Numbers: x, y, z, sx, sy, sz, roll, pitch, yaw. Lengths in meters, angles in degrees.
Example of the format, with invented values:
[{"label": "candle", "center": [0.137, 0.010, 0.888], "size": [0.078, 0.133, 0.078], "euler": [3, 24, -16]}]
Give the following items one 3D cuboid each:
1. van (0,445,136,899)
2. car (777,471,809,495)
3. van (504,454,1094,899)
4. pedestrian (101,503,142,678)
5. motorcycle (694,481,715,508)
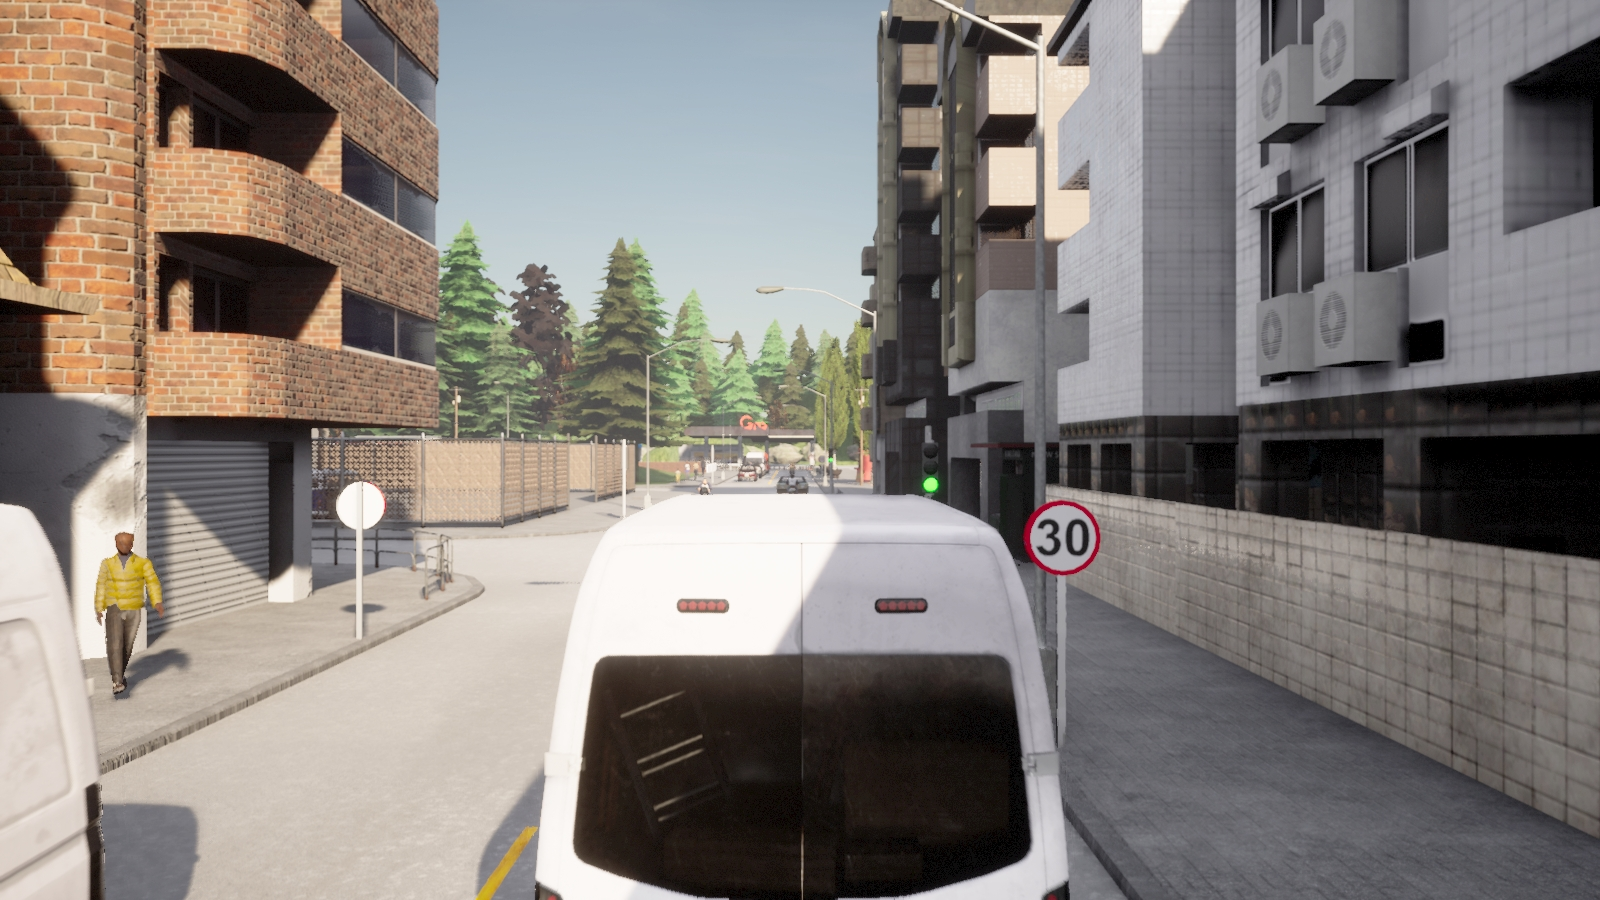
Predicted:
[{"label": "van", "center": [-3.967, 1.310, 2.149], "size": [1.988, 2.561, 5.915], "euler": [0, 1, 0]}, {"label": "car", "center": [-0.425, 1.959, 69.008], "size": [1.895, 1.301, 4.718], "euler": [0, 0, 0]}, {"label": "van", "center": [-0.019, 1.318, 6.807], "size": [1.988, 2.561, 5.915], "euler": [0, 0, 0]}, {"label": "pedestrian", "center": [-7.454, 1.520, 12.552], "size": [0.375, 1.860, 0.375], "euler": [0, 0, -32]}, {"label": "motorcycle", "center": [-4.351, 2.011, 52.106], "size": [0.803, 1.145, 2.033], "euler": [0, 0, 0]}]
